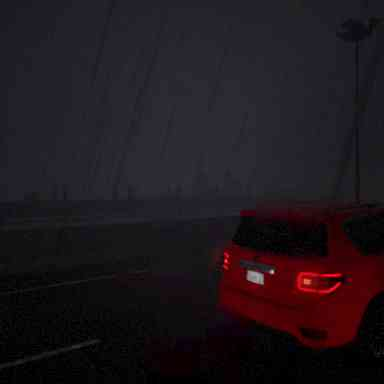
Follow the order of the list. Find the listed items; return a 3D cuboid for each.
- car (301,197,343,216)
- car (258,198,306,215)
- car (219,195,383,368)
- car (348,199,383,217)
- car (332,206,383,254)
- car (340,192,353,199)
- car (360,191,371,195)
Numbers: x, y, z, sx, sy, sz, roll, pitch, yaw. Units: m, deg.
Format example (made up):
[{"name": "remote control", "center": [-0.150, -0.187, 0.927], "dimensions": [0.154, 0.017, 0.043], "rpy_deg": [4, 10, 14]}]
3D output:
[{"name": "car", "center": [12.444, 1.289, 31.596], "dimensions": [5.008, 1.535, 1.882], "rpy_deg": [0, 0, -45]}, {"name": "car", "center": [9.011, 1.372, 33.048], "dimensions": [5.357, 1.411, 2.033], "rpy_deg": [-1, 0, -43]}, {"name": "car", "center": [3.025, 1.185, 5.947], "dimensions": [5.566, 2.045, 2.150], "rpy_deg": [-1, 0, -35]}, {"name": "car", "center": [15.986, 1.362, 30.216], "dimensions": [1.994, 1.385, 4.181], "rpy_deg": [0, 0, 44]}, {"name": "car", "center": [8.018, 1.408, 13.848], "dimensions": [4.892, 1.490, 1.837], "rpy_deg": [0, 0, -37]}, {"name": "car", "center": [31.462, 0.738, 67.782], "dimensions": [1.994, 1.385, 4.181], "rpy_deg": [0, 0, 19]}, {"name": "car", "center": [34.773, 0.671, 66.649], "dimensions": [1.837, 1.490, 4.892], "rpy_deg": [0, 0, 19]}]
